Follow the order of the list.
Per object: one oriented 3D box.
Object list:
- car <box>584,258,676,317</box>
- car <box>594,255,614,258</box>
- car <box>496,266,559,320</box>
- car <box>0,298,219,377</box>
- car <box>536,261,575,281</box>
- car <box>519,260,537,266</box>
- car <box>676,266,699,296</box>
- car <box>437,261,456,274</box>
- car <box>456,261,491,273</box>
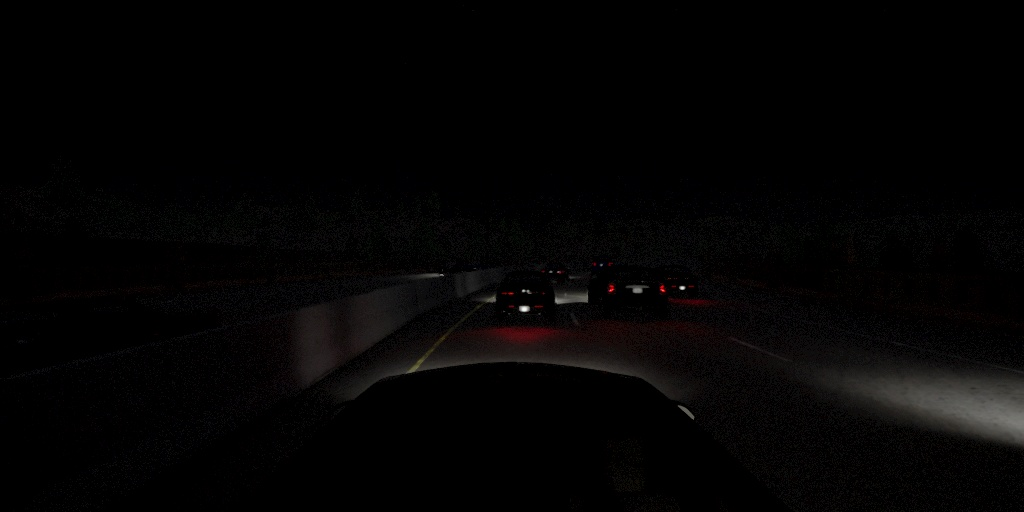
[{"bbox_3d":[4.117,1.102,13.360,2.097,1.767,4.553,0,0,5],"label":"car"},{"bbox_3d":[9.494,0.957,36.601,2.150,2.045,5.566,0,0,21],"label":"car"},{"bbox_3d":[0.536,1.259,12.671,1.837,1.490,4.892,0,0,4],"label":"car"},{"bbox_3d":[-7.016,1.354,5.131,1.895,1.301,4.718,0,0,1],"label":"car"},{"bbox_3d":[3.761,1.301,30.506,2.033,1.411,5.357,0,0,16],"label":"car"},{"bbox_3d":[2.350,1.305,46.977,1.812,1.442,4.674,0,0,26],"label":"car"},{"bbox_3d":[8.431,1.246,19.310,1.837,1.490,4.892,0,0,9],"label":"car"},{"bbox_3d":[-7.044,1.333,42.663,1.812,1.442,4.674,0,0,21],"label":"car"},{"bbox_3d":[-4.020,1.270,40.775,1.882,1.535,5.008,0,0,21],"label":"car"}]
